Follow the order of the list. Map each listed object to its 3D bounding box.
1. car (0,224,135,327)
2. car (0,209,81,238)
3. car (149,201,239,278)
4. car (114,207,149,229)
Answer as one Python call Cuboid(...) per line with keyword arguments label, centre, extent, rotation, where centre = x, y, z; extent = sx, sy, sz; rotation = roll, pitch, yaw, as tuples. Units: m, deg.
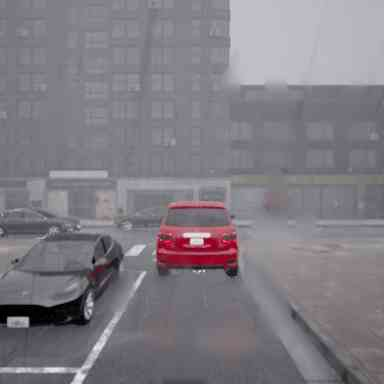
Cuboid(label="car", centre=(-2.643, 1.624, 7.234), extent=(1.947, 1.339, 4.313), rotation=(0, 0, 0))
Cuboid(label="car", centre=(-8.469, 1.667, 17.832), extent=(4.892, 1.490, 1.837), rotation=(-1, 0, 0))
Cuboid(label="car", centre=(0.218, 1.305, 10.606), extent=(2.150, 2.045, 5.566), rotation=(0, -1, 2))
Cuboid(label="car", centre=(-2.374, 1.666, 20.783), extent=(4.892, 1.490, 1.837), rotation=(0, 0, 0))
